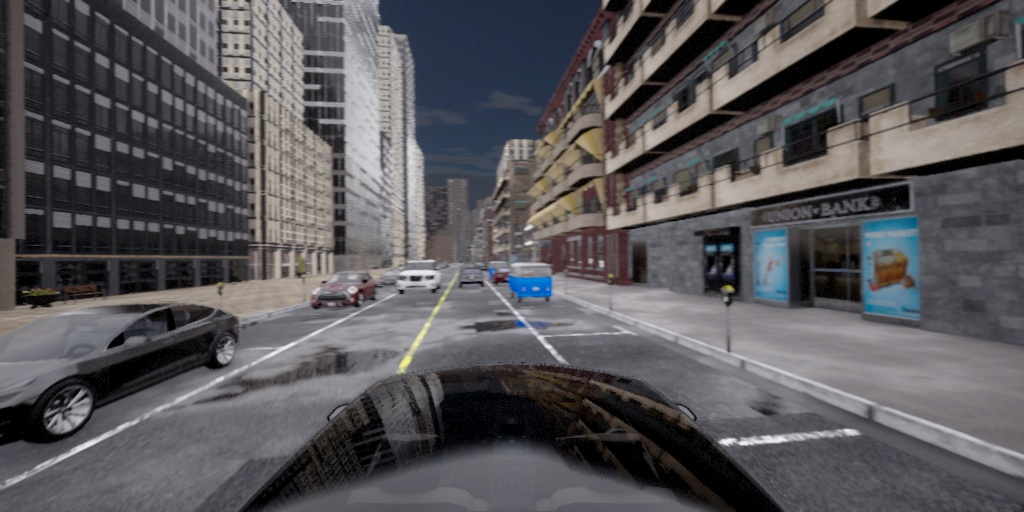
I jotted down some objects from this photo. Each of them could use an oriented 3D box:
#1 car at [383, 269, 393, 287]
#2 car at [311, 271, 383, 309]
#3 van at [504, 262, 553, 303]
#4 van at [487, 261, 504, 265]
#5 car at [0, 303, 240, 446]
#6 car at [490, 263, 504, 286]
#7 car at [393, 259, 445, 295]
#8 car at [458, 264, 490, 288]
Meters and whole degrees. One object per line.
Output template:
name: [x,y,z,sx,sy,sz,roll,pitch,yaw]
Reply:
car: [-8.902,1.668,27.345,2.007,1.370,4.403,0,0,-7]
car: [-7.497,1.436,16.391,1.967,1.591,4.097,0,0,-7]
van: [0.815,1.214,17.458,1.690,1.789,3.998,0,0,-7]
van: [-1.292,1.397,33.889,1.690,1.789,3.998,0,0,-7]
car: [-6.092,1.444,5.435,1.948,1.339,4.313,0,0,-7]
car: [-0.590,1.540,28.412,1.888,1.381,4.507,0,0,-7]
car: [-5.689,1.244,22.631,2.150,2.045,5.566,-1,0,-7]
car: [-3.047,1.569,27.041,2.033,1.411,5.357,-1,-1,-7]
